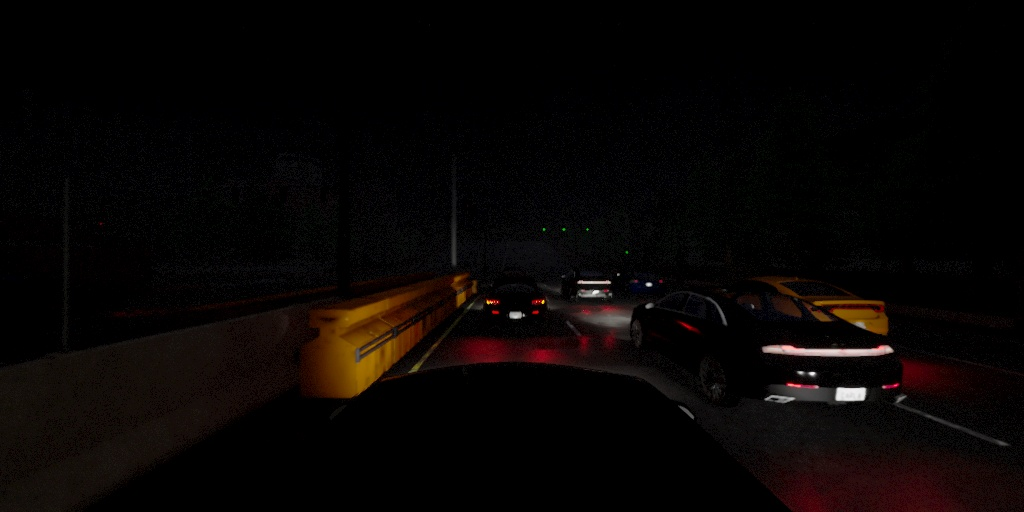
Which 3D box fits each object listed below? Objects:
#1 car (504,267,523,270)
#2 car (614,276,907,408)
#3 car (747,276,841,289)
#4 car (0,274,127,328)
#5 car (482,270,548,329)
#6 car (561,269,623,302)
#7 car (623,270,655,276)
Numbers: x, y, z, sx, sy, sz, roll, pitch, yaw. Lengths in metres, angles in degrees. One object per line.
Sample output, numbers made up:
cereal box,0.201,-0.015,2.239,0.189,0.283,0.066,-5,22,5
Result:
car,0.092,1.448,23.188,1.812,1.442,4.674,0,0,0
car,3.599,1.278,6.239,2.128,1.511,4.902,0,-1,0
car,7.097,1.293,9.817,1.882,1.535,5.008,0,-1,0
car,-14.081,1.295,10.071,1.882,1.535,5.008,0,0,0
car,0.093,1.354,11.425,1.812,1.442,4.674,0,0,0
car,3.599,1.372,17.864,2.128,1.511,4.902,0,0,0
car,7.093,1.466,20.576,1.994,1.385,4.181,0,0,0
